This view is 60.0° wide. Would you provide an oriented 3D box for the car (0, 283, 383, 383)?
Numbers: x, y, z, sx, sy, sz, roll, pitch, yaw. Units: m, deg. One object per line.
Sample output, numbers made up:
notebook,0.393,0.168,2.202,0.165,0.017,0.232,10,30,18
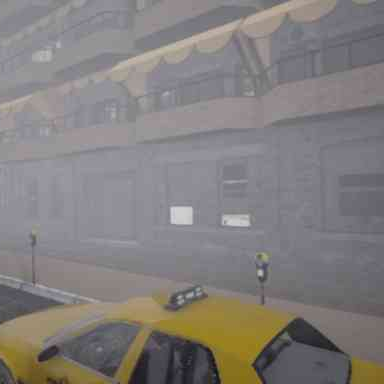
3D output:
car,-0.264,1.540,3.072,4.829,1.417,1.752,-1,-1,35
